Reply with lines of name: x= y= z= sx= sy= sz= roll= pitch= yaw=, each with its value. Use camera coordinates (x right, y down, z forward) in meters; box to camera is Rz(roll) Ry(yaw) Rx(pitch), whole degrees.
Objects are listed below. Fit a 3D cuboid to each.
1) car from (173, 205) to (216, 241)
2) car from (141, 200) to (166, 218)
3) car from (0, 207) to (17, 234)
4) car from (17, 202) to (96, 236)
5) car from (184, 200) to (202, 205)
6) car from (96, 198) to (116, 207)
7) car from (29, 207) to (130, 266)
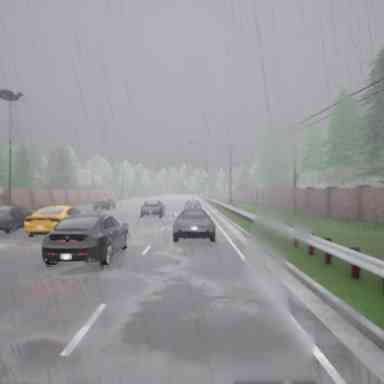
car: x=0.095 y=1.551 z=16.498 sx=1.994 sy=1.385 sz=4.181 roll=0 pitch=0 yaw=0
car: x=-3.407 y=1.468 z=29.772 sx=2.128 sy=1.511 sz=4.902 roll=0 pitch=0 yaw=0
car: x=-10.405 y=1.532 z=18.957 sx=2.033 sy=1.411 sz=5.357 roll=0 pitch=0 yaw=0
car: x=-6.905 y=1.463 z=17.591 sx=1.882 sy=1.535 sz=5.008 roll=0 pitch=0 yaw=0
car: x=0.090 y=1.520 z=35.032 sx=2.033 sy=1.411 sz=5.357 roll=0 pitch=0 yaw=0
car: x=-10.410 y=1.473 z=39.982 sx=1.837 sy=1.490 sz=4.892 roll=0 pitch=0 yaw=0
car: x=-3.404 y=1.496 z=11.421 sx=1.837 sy=1.490 sz=4.892 roll=0 pitch=0 yaw=0
